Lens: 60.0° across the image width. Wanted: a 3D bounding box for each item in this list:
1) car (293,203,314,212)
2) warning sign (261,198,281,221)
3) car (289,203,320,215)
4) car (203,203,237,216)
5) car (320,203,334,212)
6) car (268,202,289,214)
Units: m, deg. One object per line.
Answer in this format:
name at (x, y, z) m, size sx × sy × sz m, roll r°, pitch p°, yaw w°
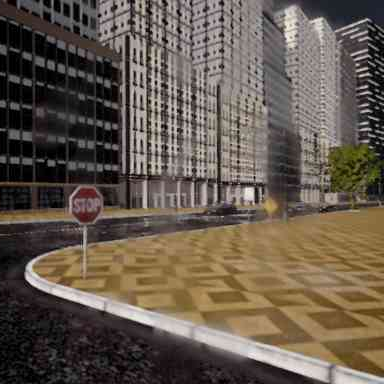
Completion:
car at (17.956, 2.400, 53.542) m, size 1.895 × 1.301 × 4.718 m, roll 0°, pitch -1°, yaw 36°
warning sign at (6.524, 1.435, 27.589) m, size 1.300 × 1.860 × 1.060 m, roll 1°, pitch 0°, yaw 36°
car at (14.771, 2.186, 43.607) m, size 1.994 × 1.385 × 4.181 m, roll 0°, pitch -1°, yaw 36°
car at (3.439, 2.036, 39.382) m, size 2.033 × 1.411 × 5.357 m, roll 0°, pitch -1°, yaw 36°
car at (20.578, 2.384, 51.622) m, size 1.895 × 1.301 × 4.718 m, roll 0°, pitch -1°, yaw 36°
car at (11.907, 2.136, 45.209) m, size 1.837 × 1.490 × 4.892 m, roll 0°, pitch -1°, yaw 37°
